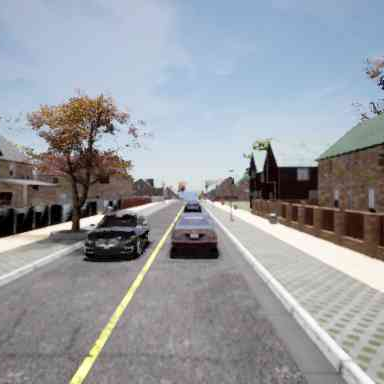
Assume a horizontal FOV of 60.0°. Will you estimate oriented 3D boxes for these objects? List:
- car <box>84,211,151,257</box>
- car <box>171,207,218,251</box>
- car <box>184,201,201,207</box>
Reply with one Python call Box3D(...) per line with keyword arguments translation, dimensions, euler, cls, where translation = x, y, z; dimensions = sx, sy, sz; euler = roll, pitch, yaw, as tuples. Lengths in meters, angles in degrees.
Box3D(translation=(-2.754, 1.538, 13.149), dimensions=(1.837, 1.490, 4.892), euler=(0, 0, 0), cls="car")
Box3D(translation=(0.087, 1.582, 14.164), dimensions=(2.033, 1.411, 5.357), euler=(0, 0, 0), cls="car")
Box3D(translation=(0.086, 1.680, 38.995), dimensions=(1.994, 1.385, 4.181), euler=(0, 0, 0), cls="car")
